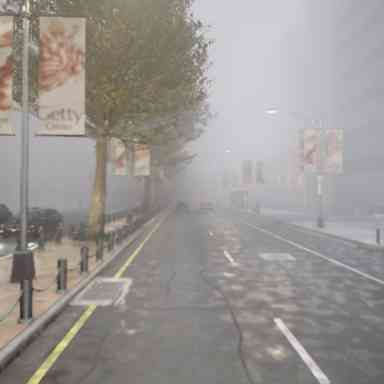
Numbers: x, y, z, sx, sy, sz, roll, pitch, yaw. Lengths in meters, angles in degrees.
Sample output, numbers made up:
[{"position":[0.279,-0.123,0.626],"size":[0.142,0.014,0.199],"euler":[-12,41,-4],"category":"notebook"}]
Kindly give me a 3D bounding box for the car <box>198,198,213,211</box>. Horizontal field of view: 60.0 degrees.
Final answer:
[{"position":[2.026,1.935,49.344],"size":[1.882,1.535,5.008],"euler":[0,0,-2],"category":"car"}]

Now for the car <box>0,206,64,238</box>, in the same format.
[{"position":[-8.671,1.625,18.478],"size":[1.837,1.490,4.892],"euler":[0,-1,-1],"category":"car"}]

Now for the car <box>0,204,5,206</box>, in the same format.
[{"position":[-12.186,1.458,19.053],"size":[2.097,1.767,4.553],"euler":[0,-1,-1],"category":"car"}]

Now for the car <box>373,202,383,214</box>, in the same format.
[{"position":[21.638,1.869,37.209],"size":[2.161,1.482,4.786],"euler":[0,-1,-2],"category":"car"}]

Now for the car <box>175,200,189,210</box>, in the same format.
[{"position":[-1.507,1.951,50.236],"size":[1.837,1.490,4.892],"euler":[0,-1,-2],"category":"car"}]
